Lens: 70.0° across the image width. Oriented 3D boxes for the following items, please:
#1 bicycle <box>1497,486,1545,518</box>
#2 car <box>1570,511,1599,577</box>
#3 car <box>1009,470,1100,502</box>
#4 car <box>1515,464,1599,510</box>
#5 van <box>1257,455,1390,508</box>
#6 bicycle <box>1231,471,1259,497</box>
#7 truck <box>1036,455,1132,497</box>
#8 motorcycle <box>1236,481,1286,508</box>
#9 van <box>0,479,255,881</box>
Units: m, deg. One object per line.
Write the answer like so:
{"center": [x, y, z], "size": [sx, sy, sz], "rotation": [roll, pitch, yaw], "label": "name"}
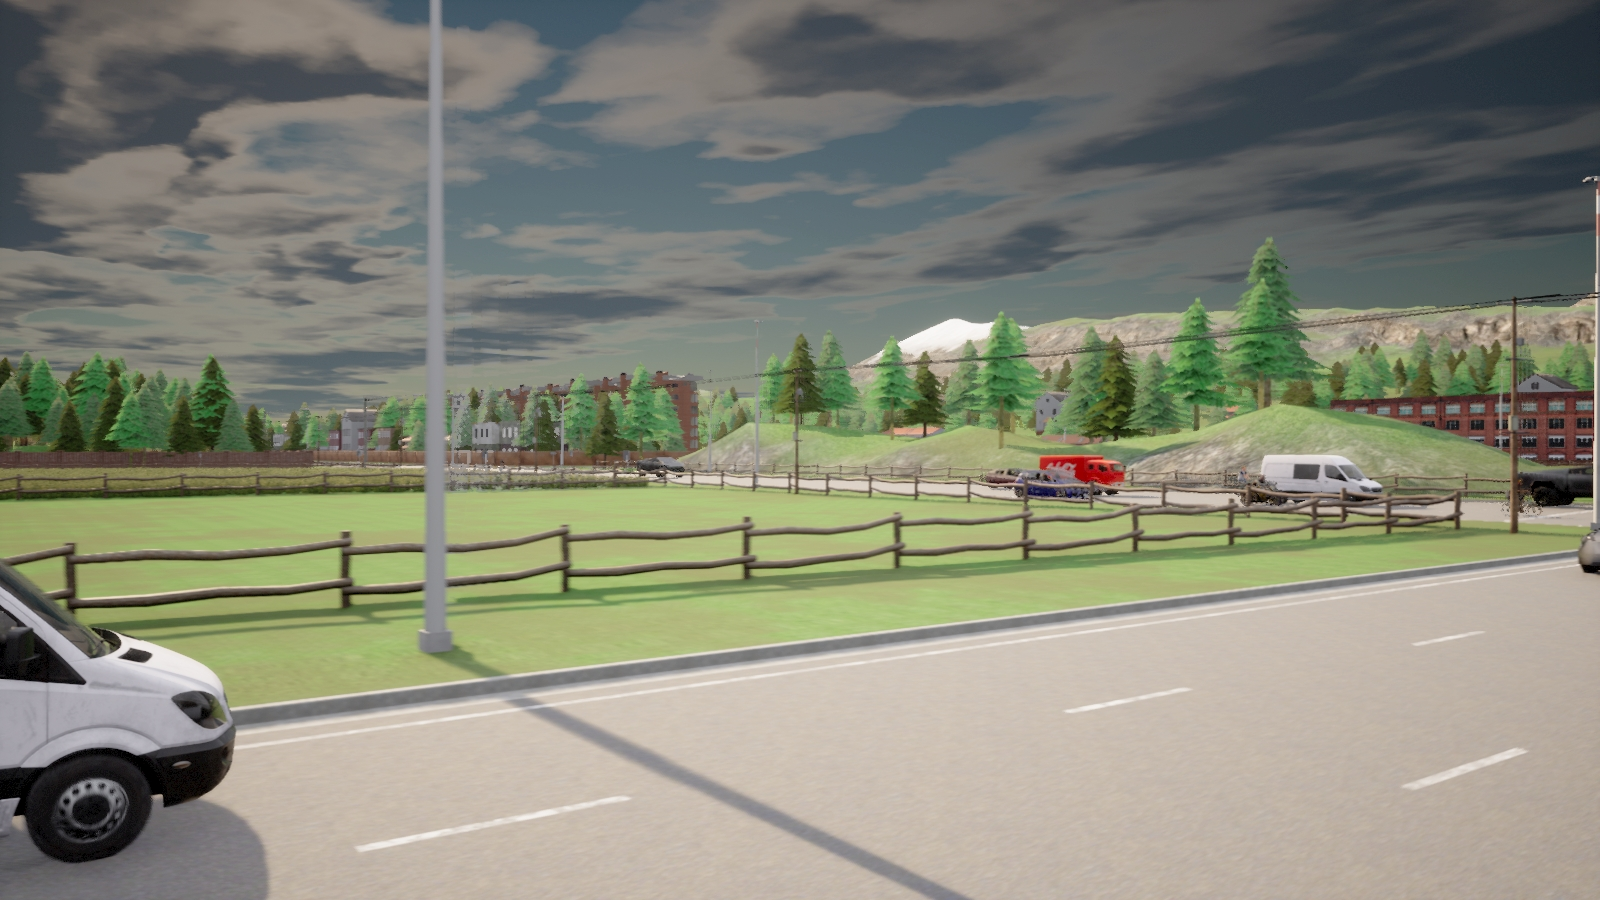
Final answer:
{"center": [30.019, 2.158, 47.591], "size": [0.859, 1.276, 1.487], "rotation": [1, -1, -39], "label": "bicycle"}
{"center": [19.633, 2.119, 26.201], "size": [4.181, 1.385, 1.994], "rotation": [0, 0, -36], "label": "car"}
{"center": [14.114, 1.969, 63.524], "size": [2.242, 1.667, 4.611], "rotation": [0, 0, -36], "label": "car"}
{"center": [38.039, 1.754, 54.419], "size": [2.390, 2.098, 6.274], "rotation": [0, 0, -37], "label": "car"}
{"center": [26.569, 1.535, 58.217], "size": [1.988, 2.561, 5.915], "rotation": [0, 0, -36], "label": "van"}
{"center": [27.085, 2.057, 69.481], "size": [0.373, 1.496, 1.643], "rotation": [0, 0, -36], "label": "bicycle"}
{"center": [17.413, 1.568, 70.281], "size": [2.627, 2.467, 5.204], "rotation": [0, 0, -41], "label": "truck"}
{"center": [23.041, 2.206, 57.135], "size": [0.867, 1.251, 2.209], "rotation": [0, 0, -36], "label": "motorcycle"}
{"center": [-6.968, 1.534, 7.450], "size": [5.915, 2.561, 1.988], "rotation": [0, 0, -35], "label": "van"}
